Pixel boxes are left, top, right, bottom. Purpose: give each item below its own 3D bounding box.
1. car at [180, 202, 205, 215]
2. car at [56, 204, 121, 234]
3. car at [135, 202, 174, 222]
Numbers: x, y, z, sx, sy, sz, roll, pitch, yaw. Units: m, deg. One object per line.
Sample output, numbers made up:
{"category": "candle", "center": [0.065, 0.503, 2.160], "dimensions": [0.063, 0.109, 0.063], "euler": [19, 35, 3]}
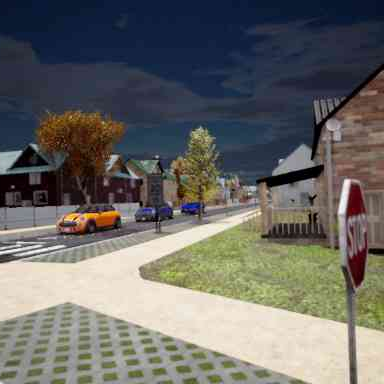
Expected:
{"category": "car", "center": [0.137, 1.928, 40.403], "dimensions": [1.882, 1.535, 5.008], "euler": [-2, -2, 19]}
{"category": "car", "center": [-6.413, 1.590, 21.053], "dimensions": [2.097, 1.767, 4.553], "euler": [-2, -1, 19]}
{"category": "car", "center": [-3.371, 1.688, 30.054], "dimensions": [2.097, 1.767, 4.553], "euler": [-2, -1, 19]}
